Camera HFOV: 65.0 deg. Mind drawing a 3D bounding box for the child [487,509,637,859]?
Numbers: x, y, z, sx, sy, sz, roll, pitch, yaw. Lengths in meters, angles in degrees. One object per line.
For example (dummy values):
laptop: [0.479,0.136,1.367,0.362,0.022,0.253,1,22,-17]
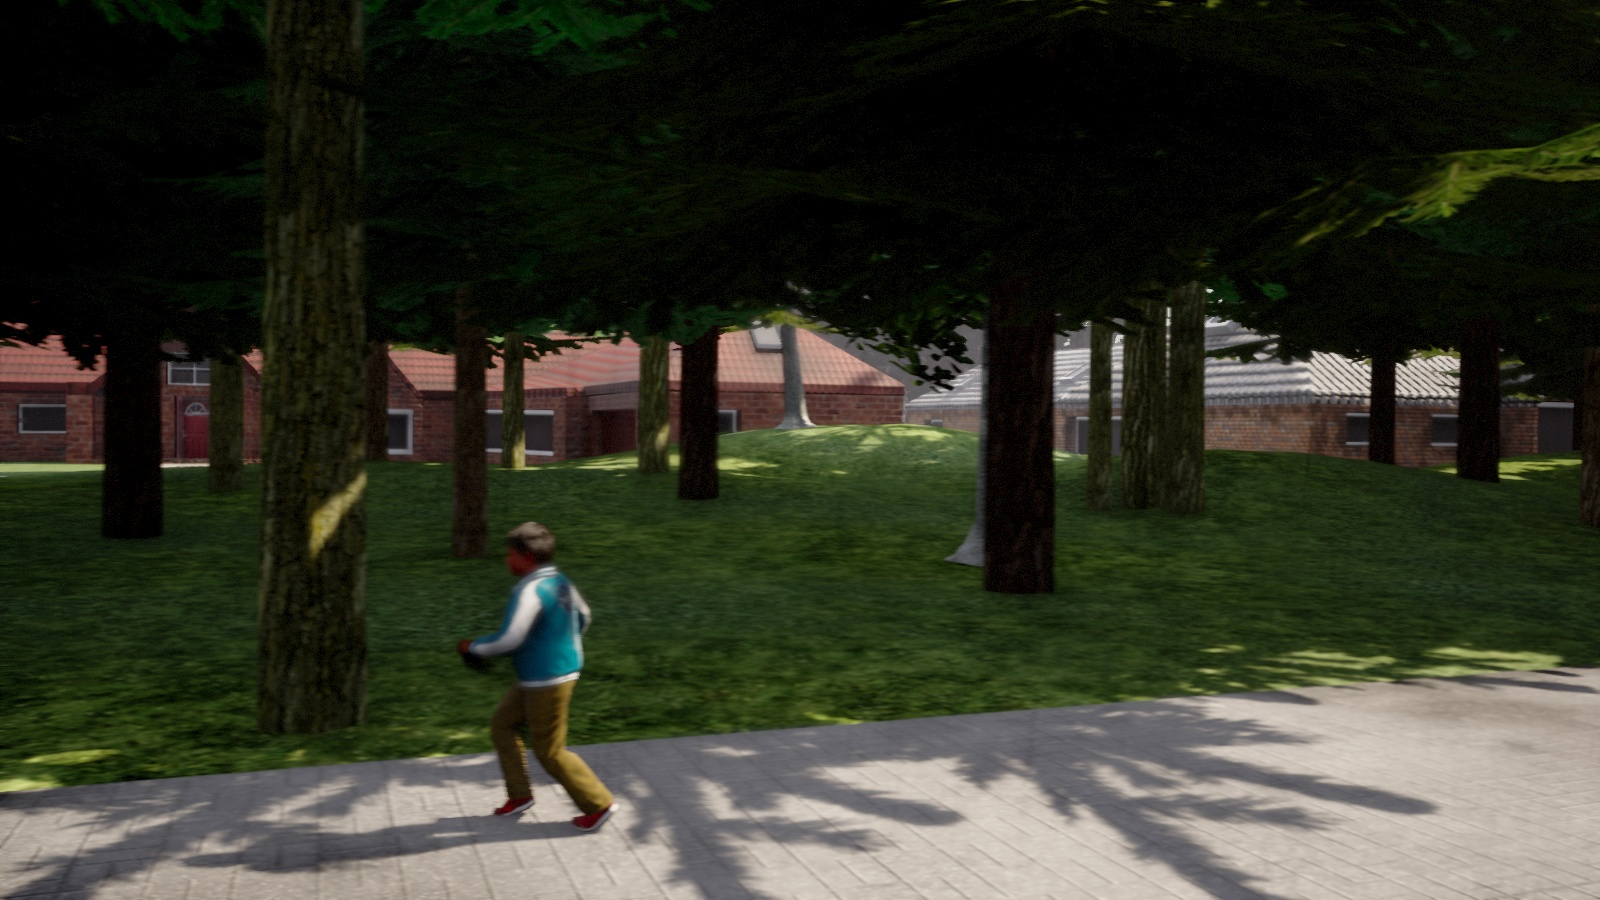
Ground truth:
child: [-0.850,0.823,4.535,0.448,1.192,0.343,-1,1,2]
